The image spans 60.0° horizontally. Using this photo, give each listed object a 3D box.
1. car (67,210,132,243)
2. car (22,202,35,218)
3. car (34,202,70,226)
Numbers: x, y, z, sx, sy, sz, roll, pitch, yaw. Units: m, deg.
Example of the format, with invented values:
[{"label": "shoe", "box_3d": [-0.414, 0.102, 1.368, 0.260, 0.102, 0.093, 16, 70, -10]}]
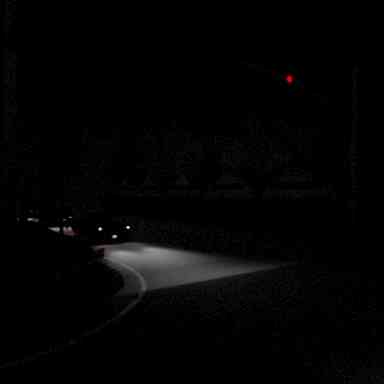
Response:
[{"label": "car", "box_3d": [-5.027, 1.861, 18.072, 1.895, 1.301, 4.718, 1, 0, -35]}, {"label": "car", "box_3d": [-16.456, 1.796, 34.545, 1.837, 1.490, 4.892, 1, 0, -33]}, {"label": "car", "box_3d": [-10.780, 1.781, 26.283, 1.837, 1.490, 4.892, 1, 0, -35]}]
